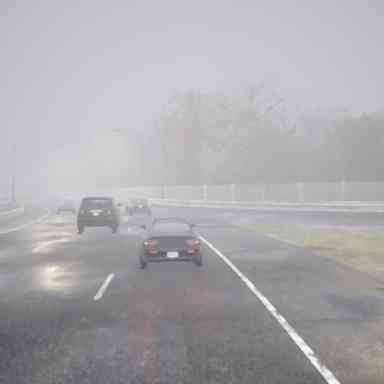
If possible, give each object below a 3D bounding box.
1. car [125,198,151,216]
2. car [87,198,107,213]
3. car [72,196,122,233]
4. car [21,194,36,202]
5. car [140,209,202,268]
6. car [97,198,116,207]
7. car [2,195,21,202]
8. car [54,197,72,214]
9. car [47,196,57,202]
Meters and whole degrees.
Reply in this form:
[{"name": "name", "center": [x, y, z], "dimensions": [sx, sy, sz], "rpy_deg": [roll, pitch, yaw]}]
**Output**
[{"name": "car", "center": [-5.458, 1.403, 33.227], "dimensions": [2.097, 1.767, 4.553], "rpy_deg": [0, 0, -17]}, {"name": "car", "center": [-11.488, 1.558, 40.016], "dimensions": [1.882, 1.535, 5.008], "rpy_deg": [0, 0, -22]}, {"name": "car", "center": [-5.535, 1.261, 20.197], "dimensions": [2.150, 2.045, 5.566], "rpy_deg": [0, 0, -10]}, {"name": "car", "center": [-41.365, 1.569, 82.185], "dimensions": [4.902, 1.511, 2.128], "rpy_deg": [0, 0, 39]}, {"name": "car", "center": [-0.786, 1.539, 11.328], "dimensions": [1.812, 1.442, 4.674], "rpy_deg": [0, 0, -6]}, {"name": "car", "center": [-13.696, 1.701, 52.997], "dimensions": [1.895, 1.301, 4.718], "rpy_deg": [0, 0, -28]}, {"name": "car", "center": [-43.676, 1.527, 79.556], "dimensions": [5.008, 1.535, 1.882], "rpy_deg": [0, 0, 39]}, {"name": "car", "center": [-13.978, 1.633, 36.927], "dimensions": [2.033, 1.411, 5.357], "rpy_deg": [0, 0, -21]}, {"name": "car", "center": [-33.584, 1.699, 80.265], "dimensions": [1.837, 1.490, 4.892], "rpy_deg": [0, 0, -39]}]
